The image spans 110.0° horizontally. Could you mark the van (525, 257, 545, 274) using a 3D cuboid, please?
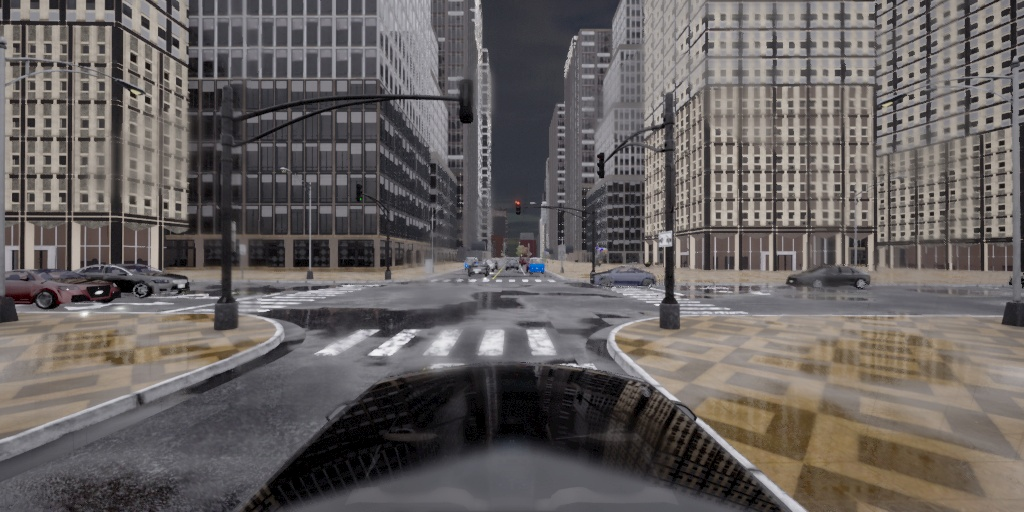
[{"bbox_3d":[2.687,1.090,39.789,1.690,1.789,3.998,0,0,0],"label":"van"}]

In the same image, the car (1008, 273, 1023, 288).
[{"bbox_3d":[37.076,1.536,24.481,4.892,1.490,1.837,0,0,-2],"label":"car"}]

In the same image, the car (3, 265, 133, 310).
[{"bbox_3d":[-17.424,1.169,13.362,4.181,1.385,1.994,0,0,-1],"label":"car"}]

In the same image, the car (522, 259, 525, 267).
[{"bbox_3d":[2.618,1.295,45.327,1.888,1.381,4.507,0,0,0],"label":"car"}]

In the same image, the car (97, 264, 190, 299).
[{"bbox_3d":[-17.809,1.109,16.606,4.902,1.511,2.128,0,0,-1],"label":"car"}]

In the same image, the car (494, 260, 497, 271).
[{"bbox_3d":[-3.191,1.275,45.797,1.812,1.442,4.674,0,0,0],"label":"car"}]

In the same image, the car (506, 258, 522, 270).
[{"bbox_3d":[0.044,1.296,53.844,2.033,1.411,5.357,0,0,0],"label":"car"}]

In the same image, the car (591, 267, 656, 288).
[{"bbox_3d":[7.462,1.406,24.237,4.181,1.385,1.994,0,0,5],"label":"car"}]

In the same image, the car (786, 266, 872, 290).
[{"bbox_3d":[21.223,1.434,24.120,4.892,1.490,1.837,-1,0,-1],"label":"car"}]

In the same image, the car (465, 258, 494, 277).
[{"bbox_3d":[-3.231,1.241,35.623,2.128,1.511,4.902,0,0,0],"label":"car"}]
